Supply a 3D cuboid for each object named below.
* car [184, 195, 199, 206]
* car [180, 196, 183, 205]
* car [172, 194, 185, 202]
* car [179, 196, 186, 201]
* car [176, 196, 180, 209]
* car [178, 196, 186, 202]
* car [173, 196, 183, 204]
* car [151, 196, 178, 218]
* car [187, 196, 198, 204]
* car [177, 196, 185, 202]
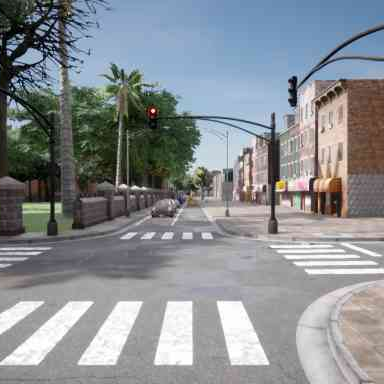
[{"bbox_3d":[0.131,1.612,56.236,1.882,1.535,5.008,0,0,0],"label":"car"},{"bbox_3d":[-2.616,1.680,47.718,1.802,1.307,4.206,0,0,0],"label":"car"},{"bbox_3d":[-2.946,1.402,64.289,2.150,2.045,5.566,0,0,0],"label":"car"},{"bbox_3d":[-2.593,1.915,93.227,1.947,1.339,4.313,-1,0,0],"label":"car"},{"bbox_3d":[-2.621,1.498,36.340,1.967,1.590,4.097,0,0,0],"label":"car"},{"bbox_3d":[-2.596,1.861,87.538,2.008,1.369,4.403,-1,0,0],"label":"car"},{"bbox_3d":[-2.981,1.715,71.258,1.837,1.490,4.892,0,0,0],"label":"car"},{"bbox_3d":[-2.625,1.481,30.652,1.967,1.590,4.097,0,0,0],"label":"car"},{"bbox_3d":[0.132,1.690,68.891,2.128,1.511,4.902,0,0,0],"label":"car"},{"bbox_3d":[-2.599,1.818,81.849,1.887,1.381,4.507,0,0,0],"label":"car"}]
